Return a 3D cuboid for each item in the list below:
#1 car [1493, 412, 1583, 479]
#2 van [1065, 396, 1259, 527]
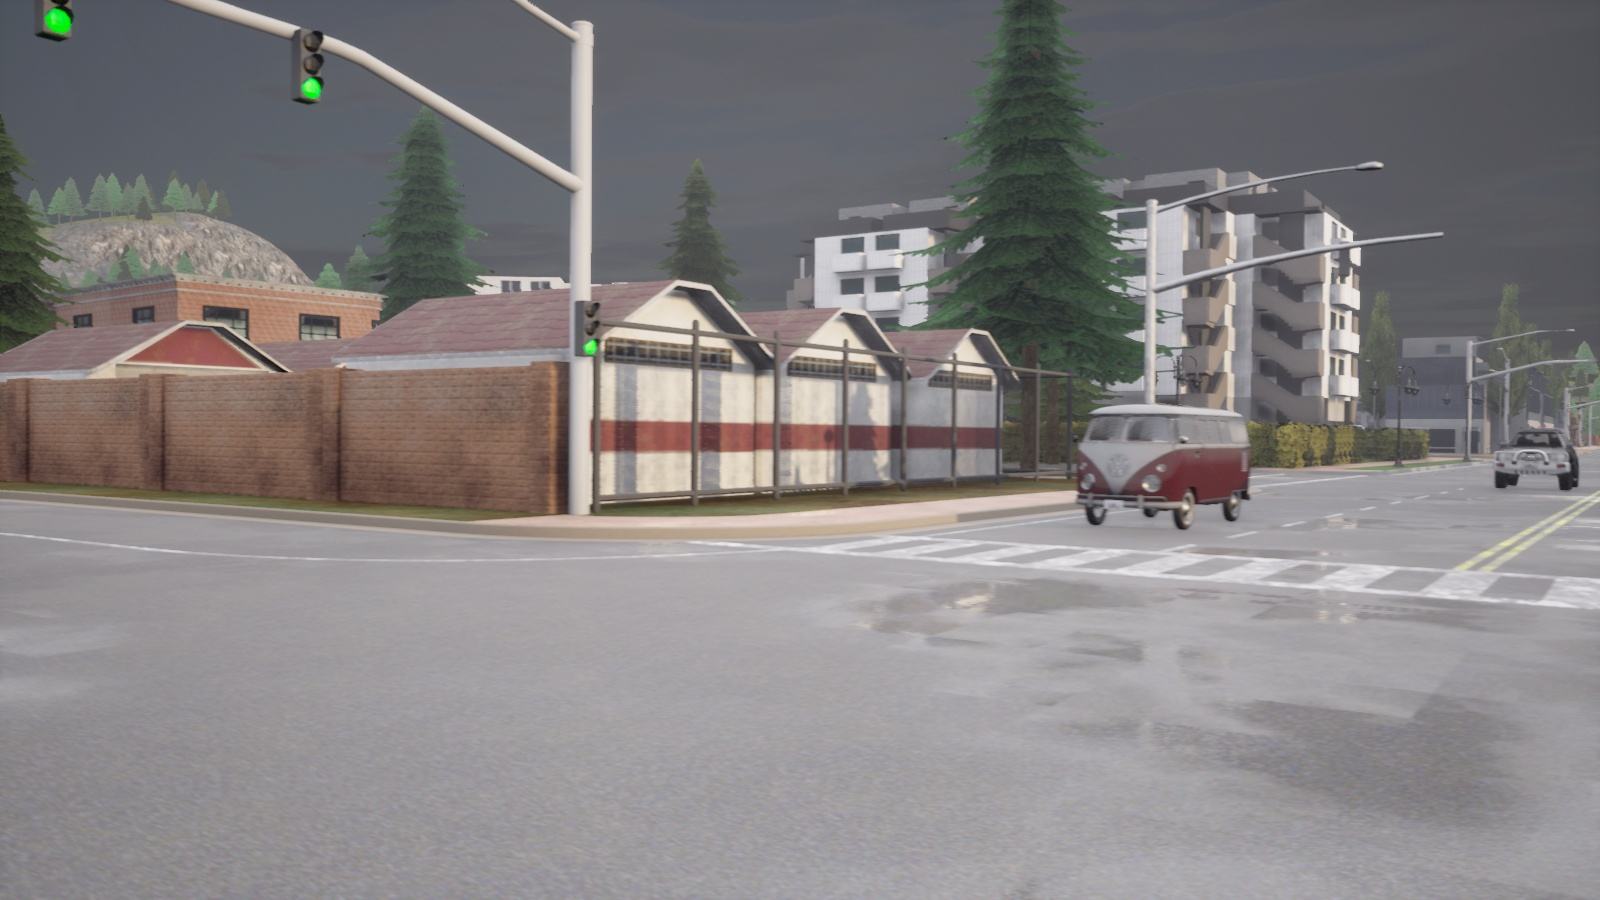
[{"bbox_3d":[22.161,-0.166,37.631,1.932,1.855,4.605,0,1,35],"label":"car"},{"bbox_3d":[6.231,0.138,21.237,1.775,1.987,4.442,0,1,35],"label":"van"}]
